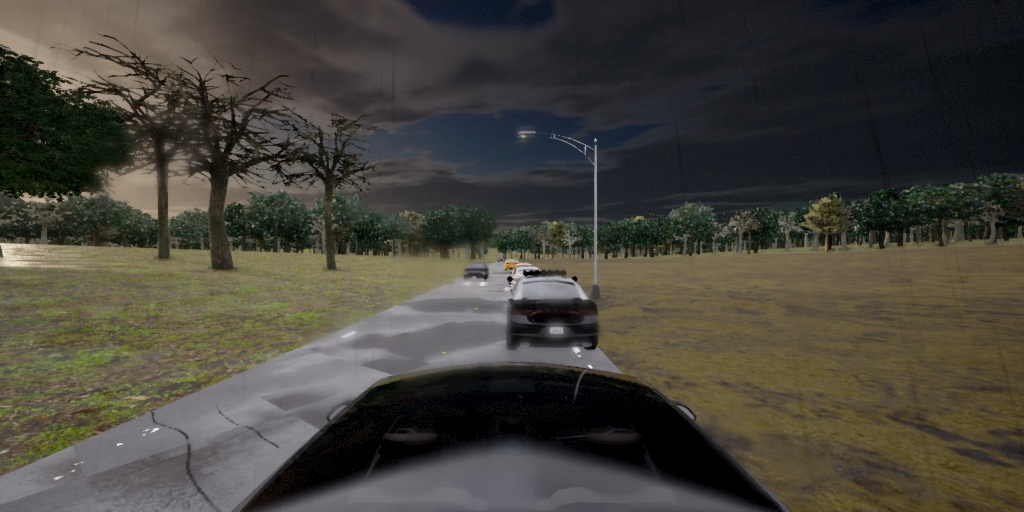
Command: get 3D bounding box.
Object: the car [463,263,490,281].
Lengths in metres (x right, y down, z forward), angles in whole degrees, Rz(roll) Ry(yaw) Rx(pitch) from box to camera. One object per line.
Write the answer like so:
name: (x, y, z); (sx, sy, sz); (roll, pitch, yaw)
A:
car: (-2.856, 1.263, 29.928); (2.033, 1.411, 5.357); (0, 0, 0)

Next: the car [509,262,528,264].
car: (0.822, 1.260, 19.103); (1.812, 1.442, 4.674); (0, 0, 0)

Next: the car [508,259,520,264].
car: (0.820, 1.180, 25.293); (1.801, 1.575, 5.366); (0, 0, 0)

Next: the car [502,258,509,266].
car: (0.028, 1.142, 48.502); (1.882, 1.535, 5.008); (0, 0, 0)

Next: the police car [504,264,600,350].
police car: (0.823, 1.171, 9.213); (1.930, 1.638, 5.238); (0, 0, 0)
